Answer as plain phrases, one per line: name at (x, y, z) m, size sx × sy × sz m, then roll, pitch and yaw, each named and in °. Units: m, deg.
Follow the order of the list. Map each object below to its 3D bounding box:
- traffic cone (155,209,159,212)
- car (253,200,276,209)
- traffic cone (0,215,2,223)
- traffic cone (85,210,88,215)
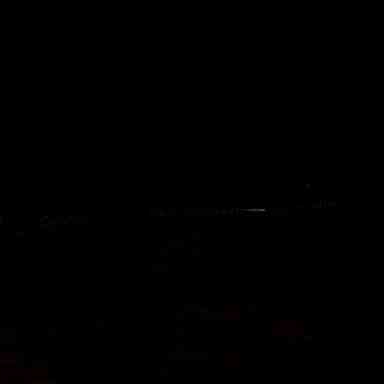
traffic cone at (-4.790, 2.383, 45.407) m, size 0.340 × 0.580 × 0.340 m, roll 1°, pitch -1°, yaw -41°
car at (12.321, 2.110, 56.427) m, size 5.008 × 1.535 × 1.882 m, roll 1°, pitch 0°, yaw -45°
traffic cone at (-15.414, 2.152, 26.794) m, size 0.340 × 0.580 × 0.340 m, roll 0°, pitch -1°, yaw 10°
traffic cone at (-11.724, 2.264, 37.027) m, size 0.340 × 0.580 × 0.340 m, roll 0°, pitch -1°, yaw 30°
